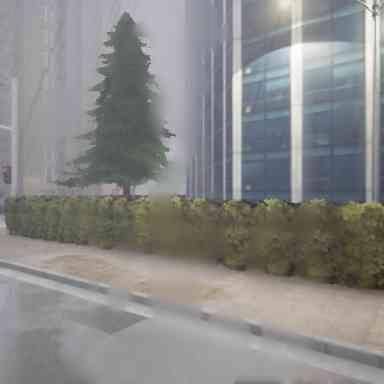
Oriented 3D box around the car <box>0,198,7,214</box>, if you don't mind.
[{"bbox_3d":[-18.870,1.347,32.071,2.097,1.767,4.553,0,0,36],"label":"car"}]
